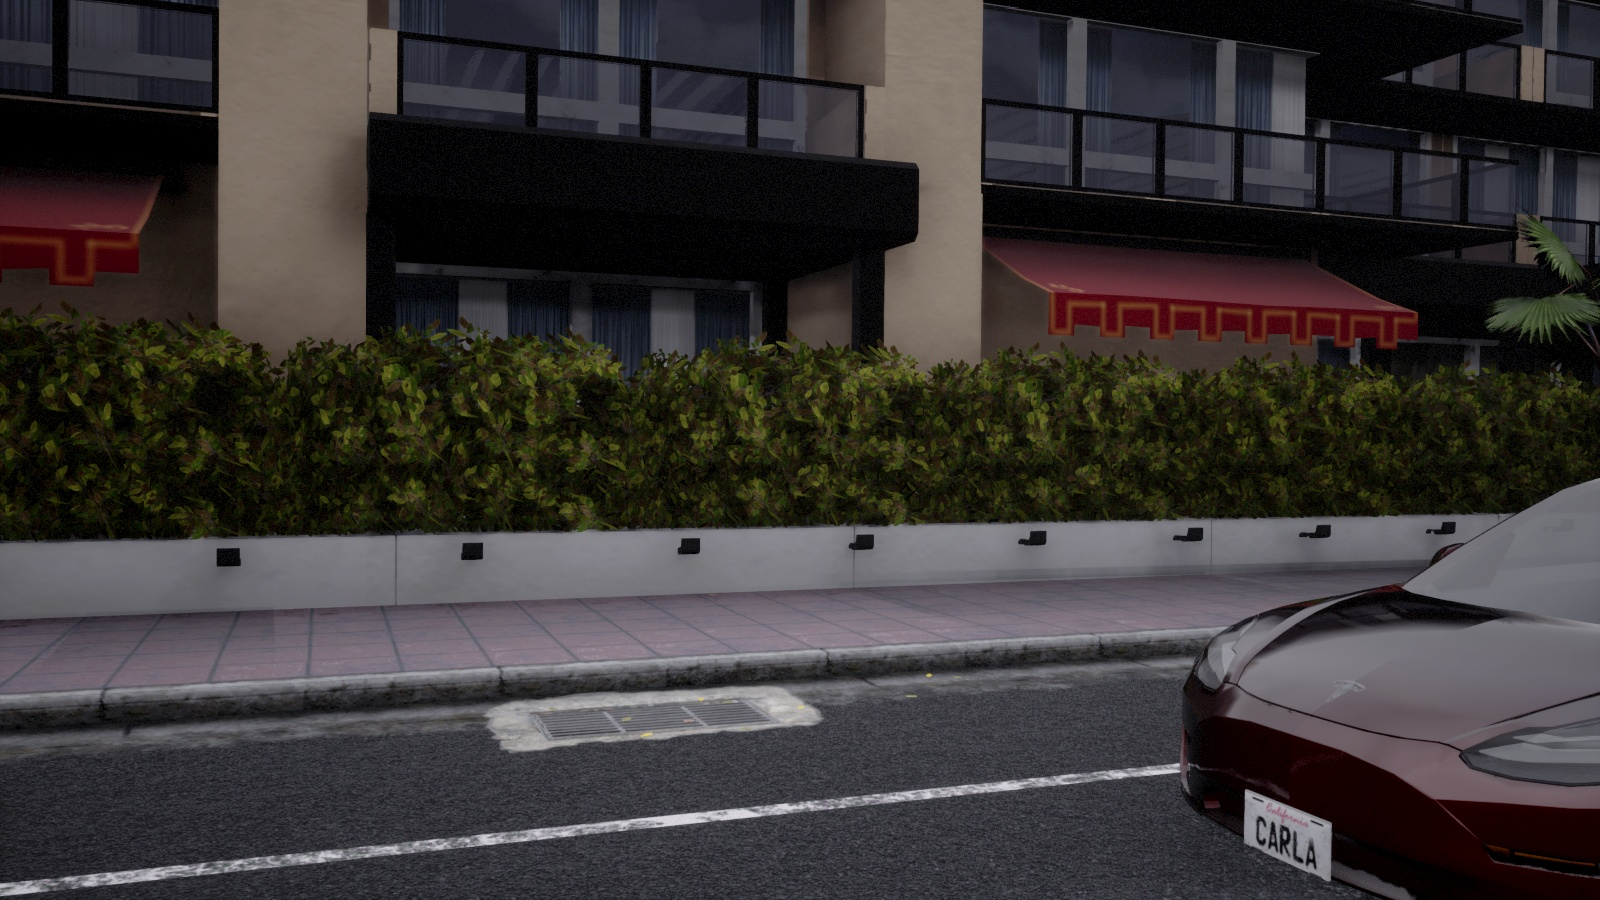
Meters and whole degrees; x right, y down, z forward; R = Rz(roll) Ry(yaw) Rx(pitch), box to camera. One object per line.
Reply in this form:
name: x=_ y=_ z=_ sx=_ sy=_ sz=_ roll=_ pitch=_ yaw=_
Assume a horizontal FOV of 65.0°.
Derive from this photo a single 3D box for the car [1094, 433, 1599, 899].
car: x=3.760 y=0.681 z=4.671 sx=4.792 sy=1.488 sz=2.163 roll=-1 pitch=1 yaw=-21
